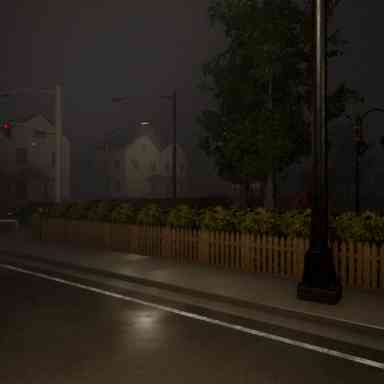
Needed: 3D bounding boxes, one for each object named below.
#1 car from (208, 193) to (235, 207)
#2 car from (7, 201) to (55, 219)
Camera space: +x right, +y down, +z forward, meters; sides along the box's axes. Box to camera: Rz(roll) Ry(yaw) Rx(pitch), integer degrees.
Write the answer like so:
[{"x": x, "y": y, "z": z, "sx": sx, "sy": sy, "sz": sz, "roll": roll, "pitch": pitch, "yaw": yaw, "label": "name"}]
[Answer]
[{"x": 4.216, "y": 1.221, "z": 48.863, "sx": 2.150, "sy": 2.045, "sz": 5.566, "roll": 0, "pitch": 0, "yaw": 35, "label": "car"}, {"x": -13.761, "y": 1.526, "z": 29.413, "sx": 1.812, "sy": 1.442, "sz": 4.674, "roll": 0, "pitch": 0, "yaw": 35, "label": "car"}]
